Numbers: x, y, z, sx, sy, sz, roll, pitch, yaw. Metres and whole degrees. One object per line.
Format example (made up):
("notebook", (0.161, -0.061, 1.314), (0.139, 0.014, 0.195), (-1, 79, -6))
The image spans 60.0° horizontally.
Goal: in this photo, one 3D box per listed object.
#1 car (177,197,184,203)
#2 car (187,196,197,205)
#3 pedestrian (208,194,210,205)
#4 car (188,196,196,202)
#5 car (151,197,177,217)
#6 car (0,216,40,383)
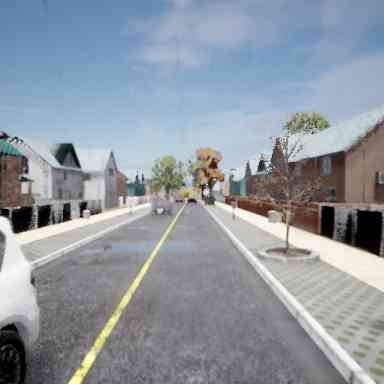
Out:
("car", (-2.741, 1.727, 72.979), (2.033, 1.411, 5.357), (0, 0, 0))
("car", (0.009, 1.692, 65.645), (1.837, 1.490, 4.892), (0, 0, 0))
("pedestrian", (3.017, 1.273, 58.301), (0.375, 1.860, 0.375), (-2, 1, -1))
("car", (0.011, 1.734, 84.221), (1.882, 1.535, 5.008), (0, -1, 0))
("car", (-2.838, 1.499, 32.069), (2.128, 1.511, 4.902), (0, 0, 0))
("car", (-2.836, 1.221, 1.607), (2.150, 2.045, 5.566), (0, 0, 0))
